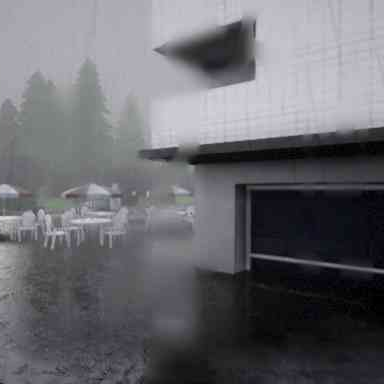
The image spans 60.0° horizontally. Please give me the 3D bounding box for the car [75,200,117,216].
[{"bbox_3d":[-8.657,1.450,31.137,1.812,1.442,4.674,0,0,35],"label":"car"}]
